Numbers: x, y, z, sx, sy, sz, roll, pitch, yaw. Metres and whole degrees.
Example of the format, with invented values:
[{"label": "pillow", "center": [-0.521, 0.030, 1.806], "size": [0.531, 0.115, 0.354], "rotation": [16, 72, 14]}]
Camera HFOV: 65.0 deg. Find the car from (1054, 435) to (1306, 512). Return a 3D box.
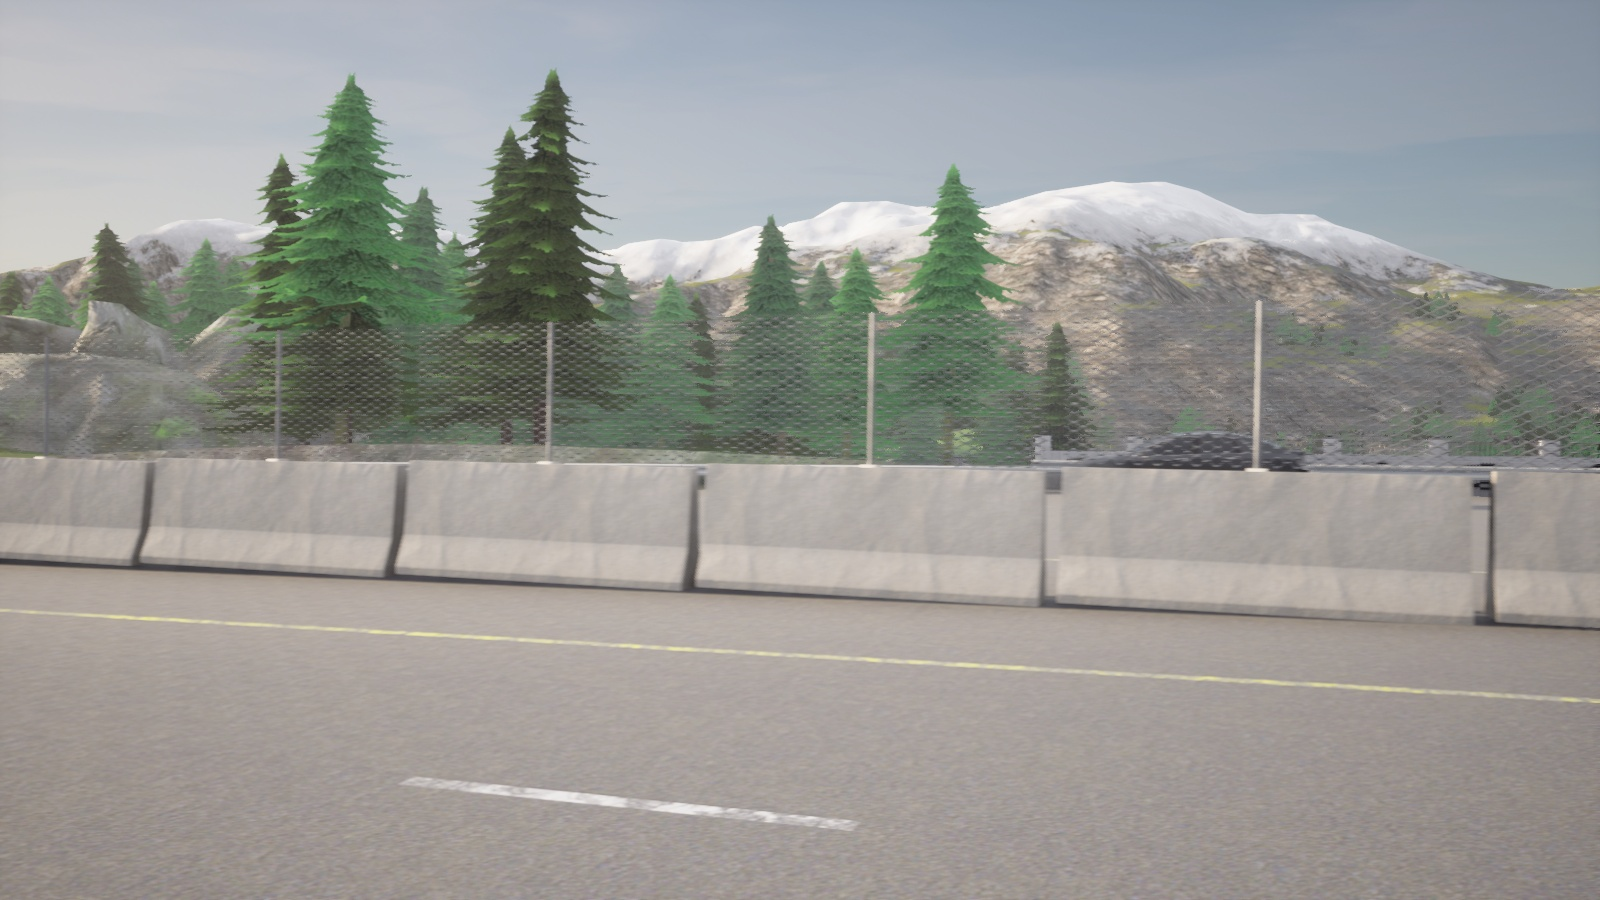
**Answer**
[{"label": "car", "center": [7.934, 0.439, 26.371], "size": [4.892, 1.490, 1.837], "rotation": [1, 1, 19]}]
